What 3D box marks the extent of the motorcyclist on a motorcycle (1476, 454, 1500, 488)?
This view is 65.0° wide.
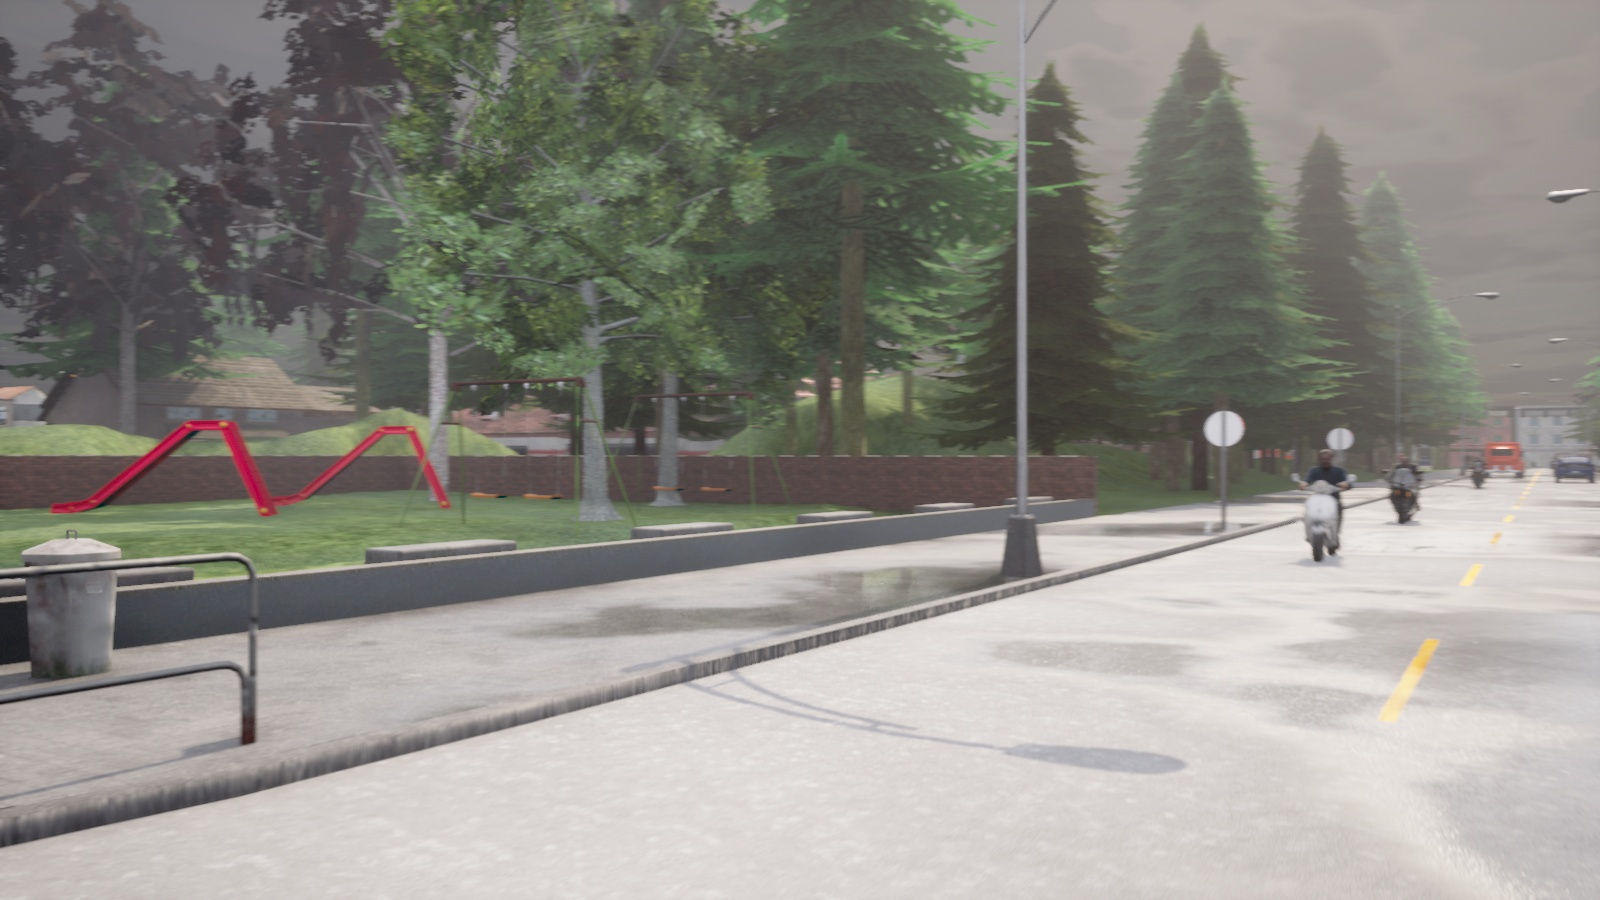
[{"bbox_3d":[31.124,0.933,56.784,0.866,1.530,2.191,0,0,31],"label":"motorcyclist on a motorcycle"}]

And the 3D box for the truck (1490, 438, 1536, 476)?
[{"bbox_3d":[49.092,0.489,86.390,2.627,2.467,5.204,0,-1,31],"label":"truck"}]

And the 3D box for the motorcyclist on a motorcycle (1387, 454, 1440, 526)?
[{"bbox_3d":[13.723,0.862,28.071,0.866,1.530,2.191,0,0,31],"label":"motorcyclist on a motorcycle"}]

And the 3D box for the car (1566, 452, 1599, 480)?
[{"bbox_3d":[44.869,0.896,71.719,1.882,1.535,5.008,0,0,31],"label":"car"}]

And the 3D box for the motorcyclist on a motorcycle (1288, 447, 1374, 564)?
[{"bbox_3d":[7.635,0.755,18.010,0.866,1.590,1.817,0,0,31],"label":"motorcyclist on a motorcycle"}]
